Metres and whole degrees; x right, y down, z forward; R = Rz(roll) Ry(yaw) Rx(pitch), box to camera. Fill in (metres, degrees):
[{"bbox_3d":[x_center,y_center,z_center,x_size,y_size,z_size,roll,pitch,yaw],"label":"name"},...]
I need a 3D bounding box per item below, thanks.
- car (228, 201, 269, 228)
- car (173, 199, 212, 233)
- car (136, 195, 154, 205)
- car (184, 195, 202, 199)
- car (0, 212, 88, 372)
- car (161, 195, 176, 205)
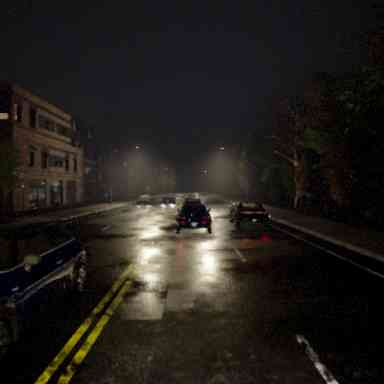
[{"bbox_3d":[3.349,1.284,20.238,2.128,1.511,4.902,0,1,0],"label":"car"},{"bbox_3d":[0.098,1.337,18.268,1.812,1.442,4.674,0,1,0],"label":"car"},{"bbox_3d":[-6.558,1.061,46.951,2.033,1.411,5.357,0,1,1],"label":"car"},{"bbox_3d":[0.085,1.092,38.731,2.128,1.511,4.902,0,1,0],"label":"car"},{"bbox_3d":[-3.327,1.296,5.341,2.097,1.767,4.553,0,1,0],"label":"car"},{"bbox_3d":[-3.310,1.073,47.363,1.994,1.385,4.181,0,1,0],"label":"car"}]
